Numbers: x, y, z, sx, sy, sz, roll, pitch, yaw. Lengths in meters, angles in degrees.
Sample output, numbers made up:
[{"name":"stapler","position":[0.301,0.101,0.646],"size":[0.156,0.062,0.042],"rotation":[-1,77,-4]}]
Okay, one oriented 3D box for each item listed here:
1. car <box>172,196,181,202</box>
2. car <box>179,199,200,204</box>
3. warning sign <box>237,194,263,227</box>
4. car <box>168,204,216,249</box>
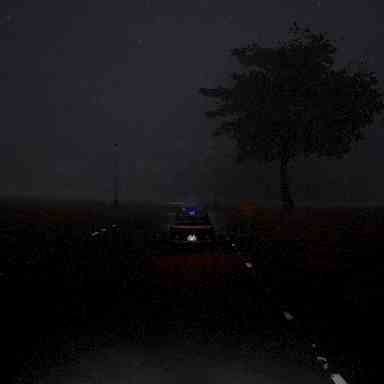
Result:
[{"name":"car","position":[-3.500,1.564,76.041],"size":[1.882,1.535,5.008],"rotation":[0,0,0]},{"name":"car","position":[0.000,1.554,29.682],"size":[1.812,1.442,4.674],"rotation":[0,0,0]},{"name":"warning sign","position":[3.506,1.132,20.247],"size":[1.300,1.860,1.060],"rotation":[-3,-3,0]},{"name":"car","position":[0.000,1.507,14.666],"size":[2.128,1.511,4.902],"rotation":[0,0,0]}]
